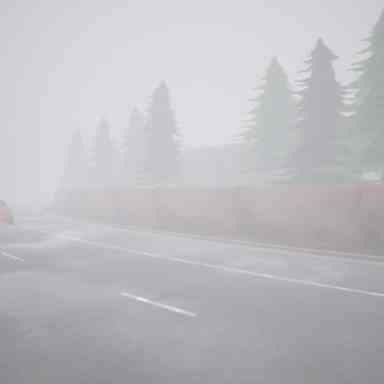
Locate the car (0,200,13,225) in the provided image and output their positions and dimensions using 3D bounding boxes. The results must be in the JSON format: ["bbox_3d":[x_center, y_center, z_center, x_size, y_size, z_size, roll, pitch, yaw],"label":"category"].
[{"bbox_3d":[-13.822,1.294,22.866,2.097,1.767,4.553,0,0,-38],"label":"car"}]
